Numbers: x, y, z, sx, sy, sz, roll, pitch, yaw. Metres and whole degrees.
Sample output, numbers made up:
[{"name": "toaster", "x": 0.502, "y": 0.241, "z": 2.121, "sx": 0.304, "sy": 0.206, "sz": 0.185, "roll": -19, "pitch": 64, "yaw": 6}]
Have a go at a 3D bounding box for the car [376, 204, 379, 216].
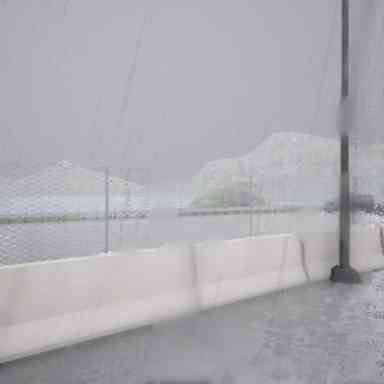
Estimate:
[{"name": "car", "x": 19.082, "y": 1.339, "z": 30.882, "sx": 4.553, "sy": 1.767, "sz": 2.097, "roll": 0, "pitch": 0, "yaw": -25}]
